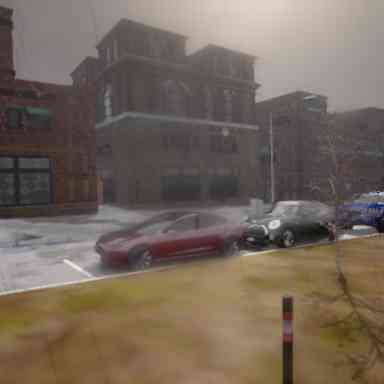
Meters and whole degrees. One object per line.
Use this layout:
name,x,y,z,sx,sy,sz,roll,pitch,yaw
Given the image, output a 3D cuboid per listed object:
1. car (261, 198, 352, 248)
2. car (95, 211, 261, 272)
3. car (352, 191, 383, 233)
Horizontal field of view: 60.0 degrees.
car,4.057,1.151,13.484,4.553,1.767,2.185,0,0,-33
car,-0.495,1.353,10.216,4.792,1.488,2.163,0,1,-33
car,10.281,0.986,17.938,5.566,2.045,2.435,-1,0,-33
